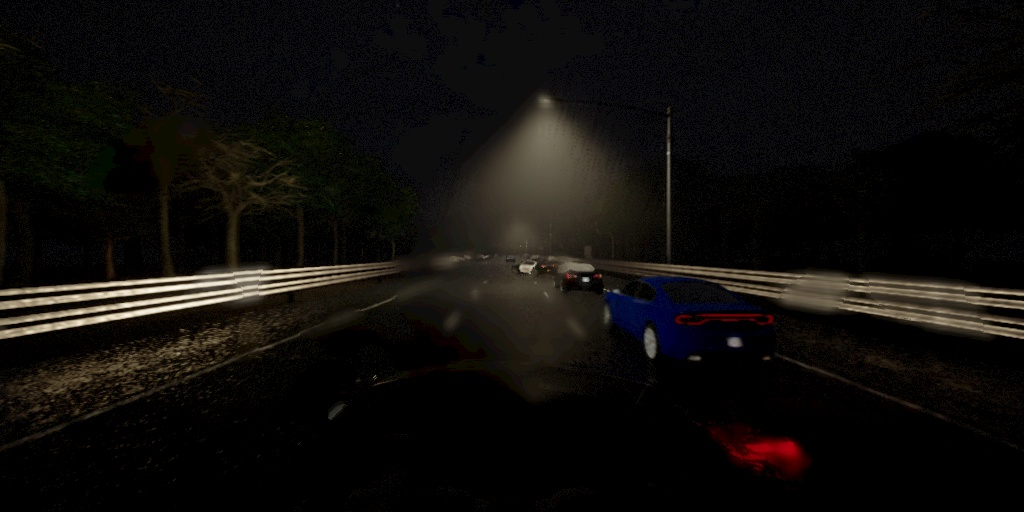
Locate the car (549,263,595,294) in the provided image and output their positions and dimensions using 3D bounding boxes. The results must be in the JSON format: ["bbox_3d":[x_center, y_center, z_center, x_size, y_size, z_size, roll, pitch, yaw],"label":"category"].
[{"bbox_3d":[3.442,1.133,19.140,2.163,1.488,4.792,0,0,0],"label":"car"}]

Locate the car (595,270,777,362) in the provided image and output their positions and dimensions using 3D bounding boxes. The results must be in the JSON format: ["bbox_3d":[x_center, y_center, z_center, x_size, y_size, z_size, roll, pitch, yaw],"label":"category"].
[{"bbox_3d":[3.491,1.182,8.110,1.882,1.535,5.008,0,0,0],"label":"car"}]

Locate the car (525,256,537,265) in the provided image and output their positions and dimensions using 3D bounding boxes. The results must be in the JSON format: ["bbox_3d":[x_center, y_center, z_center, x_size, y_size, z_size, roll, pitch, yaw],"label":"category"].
[{"bbox_3d":[3.251,0.820,63.108,1.837,1.490,4.892,0,0,0],"label":"car"}]

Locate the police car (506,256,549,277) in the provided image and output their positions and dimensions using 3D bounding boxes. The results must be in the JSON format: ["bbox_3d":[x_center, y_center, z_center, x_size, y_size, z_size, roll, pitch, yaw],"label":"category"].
[{"bbox_3d":[1.837,1.042,32.169,2.038,1.542,4.974,0,0,-33],"label":"police car"}]
